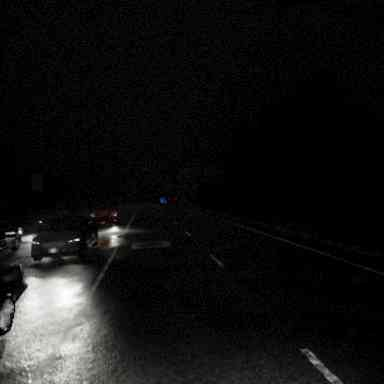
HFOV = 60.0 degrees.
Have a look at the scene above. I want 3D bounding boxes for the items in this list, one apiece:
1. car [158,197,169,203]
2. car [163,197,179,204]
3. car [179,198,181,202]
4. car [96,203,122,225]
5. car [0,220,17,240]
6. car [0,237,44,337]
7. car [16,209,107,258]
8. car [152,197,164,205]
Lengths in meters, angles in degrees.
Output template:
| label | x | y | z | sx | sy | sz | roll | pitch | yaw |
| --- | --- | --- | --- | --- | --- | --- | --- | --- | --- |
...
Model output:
| label | x | y | z | sx | sy | sz | roll | pitch | yaw |
| --- | --- | --- | --- | --- | --- | --- | --- | --- | --- |
| car | -7.845 | 2.233 | 91.186 | 1.882 | 1.535 | 5.008 | -3 | 0 | 7 |
| car | -5.081 | 2.070 | 81.124 | 1.882 | 1.535 | 5.008 | -3 | 0 | 2 |
| car | -4.315 | 2.104 | 91.270 | 1.837 | 1.490 | 4.892 | -3 | 0 | 7 |
| car | -6.930 | 1.732 | 26.953 | 2.097 | 1.767 | 4.553 | -3 | 0 | -8 |
| car | -8.570 | 1.941 | 13.547 | 2.128 | 1.511 | 4.902 | -3 | 0 | -8 |
| car | -3.865 | 1.750 | 4.210 | 2.033 | 1.411 | 5.357 | -3 | 0 | -7 |
| car | -5.074 | 1.754 | 13.776 | 2.128 | 1.511 | 4.902 | -3 | 0 | -8 |
| car | -8.575 | 2.300 | 81.018 | 2.128 | 1.511 | 4.902 | -3 | 0 | 2 |
